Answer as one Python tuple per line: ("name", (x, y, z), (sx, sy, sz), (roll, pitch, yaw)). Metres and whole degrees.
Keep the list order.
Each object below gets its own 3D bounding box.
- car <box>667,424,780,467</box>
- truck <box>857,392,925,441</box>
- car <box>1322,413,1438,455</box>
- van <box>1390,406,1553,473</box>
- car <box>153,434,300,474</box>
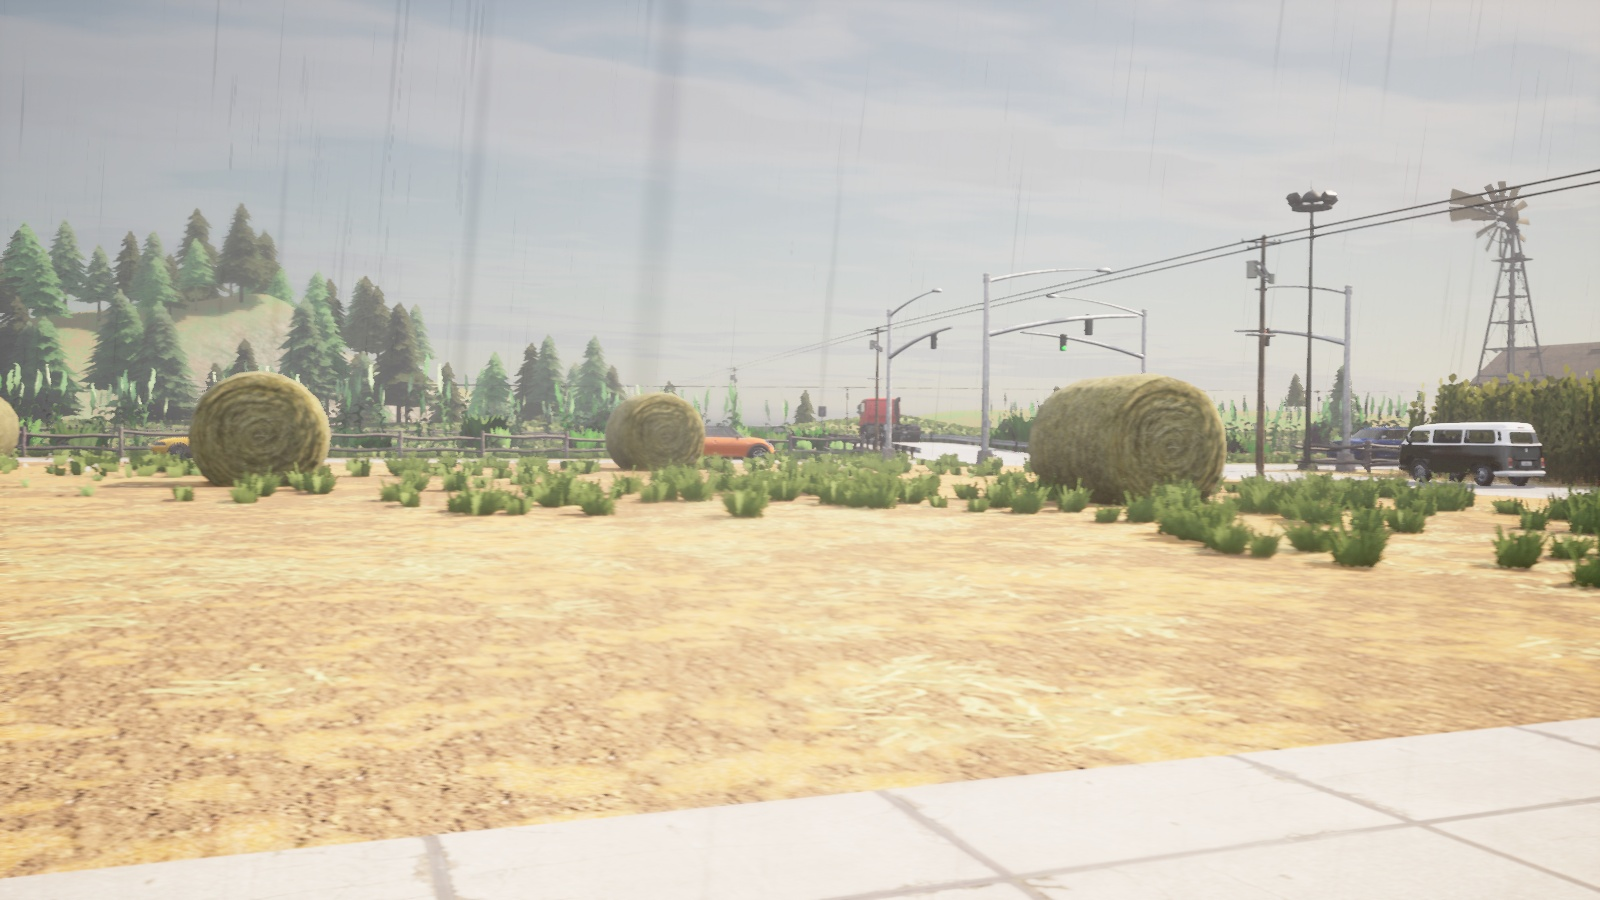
("car", (-3.343, -0.208, 54.868), (4.553, 1.767, 2.097), (-1, 1, -17))
("truck", (6.726, -2.466, 94.204), (2.891, 3.462, 7.936), (-1, 0, -12))
("car", (30.179, -0.847, 65.365), (5.566, 2.045, 2.150), (-1, 1, -20))
("van", (21.900, -0.358, 41.151), (2.069, 2.038, 4.480), (-1, 1, -20))
("car", (-23.795, 0.135, 52.289), (5.366, 1.575, 1.801), (-1, 1, -17))
